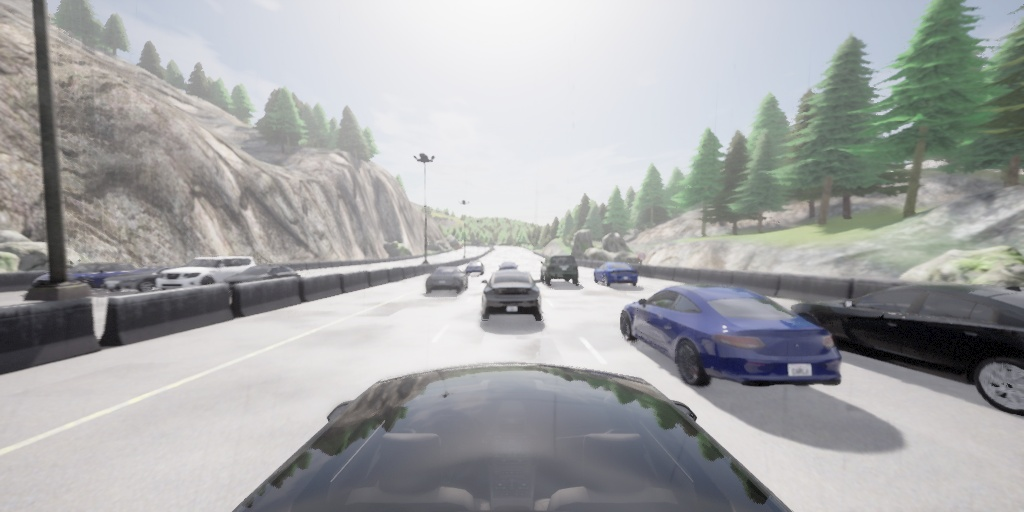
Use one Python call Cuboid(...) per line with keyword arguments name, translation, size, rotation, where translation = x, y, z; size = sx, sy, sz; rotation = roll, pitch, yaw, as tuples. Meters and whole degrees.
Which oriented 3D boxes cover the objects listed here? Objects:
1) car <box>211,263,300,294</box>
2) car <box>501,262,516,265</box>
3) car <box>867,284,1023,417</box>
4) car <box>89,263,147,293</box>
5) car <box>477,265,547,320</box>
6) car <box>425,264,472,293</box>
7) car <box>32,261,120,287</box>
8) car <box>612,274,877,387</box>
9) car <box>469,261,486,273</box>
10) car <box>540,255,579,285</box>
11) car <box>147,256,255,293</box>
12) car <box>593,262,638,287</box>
Cuboid(name="car", translation=(-14.339, 1.301, 20.756), size=(1.837, 1.490, 4.892), rotation=(0, 0, -1))
Cuboid(name="car", translation=(-0.314, 1.240, 33.157), size=(1.812, 1.442, 4.674), rotation=(0, 0, -1))
Cuboid(name="car", translation=(7.063, 1.189, 5.883), size=(1.882, 1.535, 5.008), rotation=(0, 0, -1))
Cuboid(name="car", translation=(-21.348, 1.319, 21.529), size=(2.128, 1.511, 4.902), rotation=(0, 0, -1))
Cuboid(name="car", translation=(-0.029, 1.242, 12.514), size=(1.837, 1.490, 4.892), rotation=(0, 0, -1))
Cuboid(name="car", translation=(-3.641, 1.310, 20.593), size=(1.994, 1.385, 4.181), rotation=(0, 0, -1))
Cuboid(name="car", translation=(-24.846, 1.196, 21.288), size=(2.097, 1.767, 4.553), rotation=(0, 0, -1))
Cuboid(name="car", translation=(3.547, 1.253, 6.771), size=(1.812, 1.442, 4.674), rotation=(0, 0, -1))
Cuboid(name="car", translation=(-3.886, 1.272, 38.354), size=(2.033, 1.411, 5.357), rotation=(0, 0, -1))
Cuboid(name="car", translation=(3.290, 0.928, 25.520), size=(2.150, 2.045, 5.566), rotation=(0, 0, -1))
Cuboid(name="car", translation=(-17.852, 1.032, 21.501), size=(2.150, 2.045, 5.566), rotation=(0, 0, -1))
Cuboid(name="car", translation=(6.812, 1.169, 24.053), size=(1.882, 1.535, 5.008), rotation=(0, 0, -1))
